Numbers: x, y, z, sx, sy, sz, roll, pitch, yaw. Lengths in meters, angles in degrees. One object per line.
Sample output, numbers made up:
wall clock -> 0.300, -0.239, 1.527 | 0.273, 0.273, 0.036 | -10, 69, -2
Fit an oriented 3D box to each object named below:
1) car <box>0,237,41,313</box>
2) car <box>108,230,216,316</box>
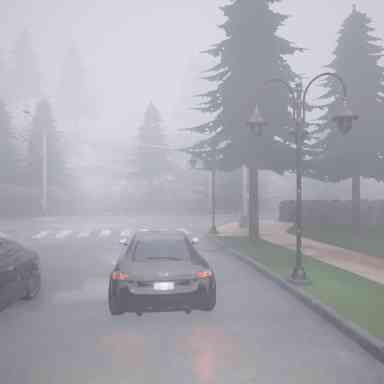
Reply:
car -> -4.060, 1.526, 5.570 | 1.812, 1.442, 4.674 | 0, 0, -5
car -> -0.724, 1.564, 7.631 | 1.994, 1.385, 4.181 | 0, 0, -7
